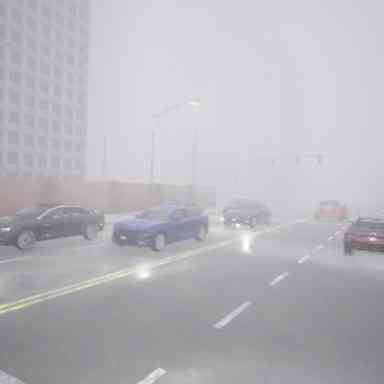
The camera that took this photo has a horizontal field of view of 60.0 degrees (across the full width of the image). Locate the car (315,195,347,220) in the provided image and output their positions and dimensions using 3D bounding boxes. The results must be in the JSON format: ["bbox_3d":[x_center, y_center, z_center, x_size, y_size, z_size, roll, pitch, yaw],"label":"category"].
[{"bbox_3d":[11.954,1.438,28.456,2.097,1.767,4.553,2,1,30],"label":"car"}]

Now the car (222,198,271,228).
[{"bbox_3d":[3.691,1.396,21.604,1.837,1.490,4.892,2,1,31],"label":"car"}]

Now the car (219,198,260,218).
[{"bbox_3d":[4.368,1.331,29.632,1.837,1.490,4.892,2,1,31],"label":"car"}]

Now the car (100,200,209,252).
[{"bbox_3d":[-1.074,1.302,13.457,1.882,1.535,5.008,2,1,30],"label":"car"}]

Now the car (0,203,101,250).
[{"bbox_3d":[-5.514,1.178,12.791,2.128,1.511,4.902,2,1,30],"label":"car"}]

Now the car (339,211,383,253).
[{"bbox_3d":[7.429,1.664,13.624,1.994,1.385,4.181,2,1,29],"label":"car"}]
